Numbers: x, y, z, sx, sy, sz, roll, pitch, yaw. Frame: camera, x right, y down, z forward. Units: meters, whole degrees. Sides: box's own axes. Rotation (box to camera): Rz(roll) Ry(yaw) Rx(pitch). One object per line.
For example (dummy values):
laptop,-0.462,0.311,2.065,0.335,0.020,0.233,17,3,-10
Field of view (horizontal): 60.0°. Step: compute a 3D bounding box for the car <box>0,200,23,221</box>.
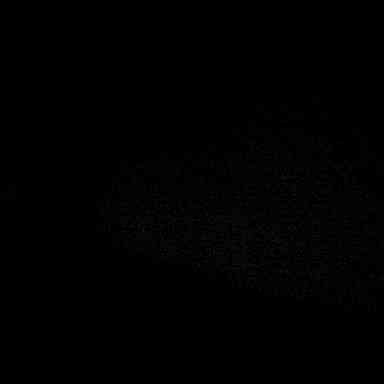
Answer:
car,-15.497,1.434,26.557,2.097,1.767,4.553,0,0,1
